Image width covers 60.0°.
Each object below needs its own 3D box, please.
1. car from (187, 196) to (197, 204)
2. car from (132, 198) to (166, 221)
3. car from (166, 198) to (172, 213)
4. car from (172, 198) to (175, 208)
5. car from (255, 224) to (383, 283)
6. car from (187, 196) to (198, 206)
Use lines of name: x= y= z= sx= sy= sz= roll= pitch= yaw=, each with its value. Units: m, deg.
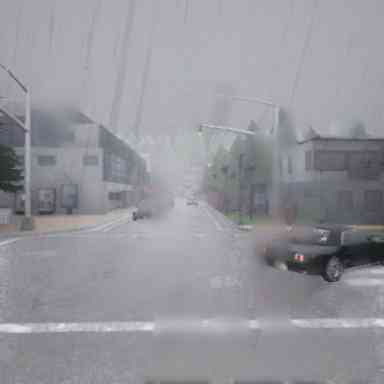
car: x=0.047 y=1.583 z=67.026 sx=1.882 sy=1.535 sz=5.008 roll=0 pitch=0 yaw=0
car: x=-3.579 y=1.396 z=27.546 sx=2.097 sy=1.767 sz=4.553 roll=0 pitch=0 yaw=0
car: x=-3.568 y=1.586 z=37.780 sx=1.812 sy=1.442 sz=4.674 roll=0 pitch=0 yaw=0
car: x=-3.525 y=1.568 z=48.114 sx=2.128 sy=1.511 sz=4.902 roll=0 pitch=0 yaw=0
car: x=4.152 y=1.602 z=9.682 sx=4.718 sy=1.301 sz=1.895 roll=0 pitch=0 yaw=-33
car: x=0.043 y=1.691 z=56.990 sx=1.895 sy=1.301 sz=4.718 roll=0 pitch=0 yaw=0
